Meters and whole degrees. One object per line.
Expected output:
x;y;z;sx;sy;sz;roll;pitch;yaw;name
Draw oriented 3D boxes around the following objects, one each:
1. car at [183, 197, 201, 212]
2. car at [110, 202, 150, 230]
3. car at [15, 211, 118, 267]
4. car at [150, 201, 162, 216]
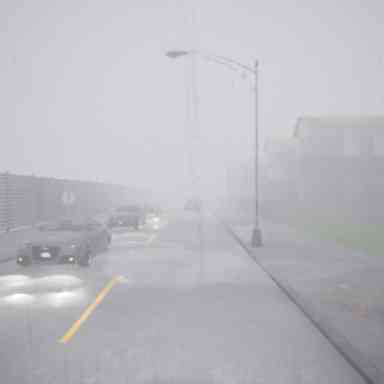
0.006;1.573;39.205;1.994;1.385;4.181;0;0;0;car
-4.080;1.510;21.368;1.837;1.490;4.892;0;0;0;car
-4.087;1.567;11.276;1.994;1.385;4.181;0;0;0;car
-4.064;1.609;32.716;1.895;1.301;4.718;0;0;0;car
